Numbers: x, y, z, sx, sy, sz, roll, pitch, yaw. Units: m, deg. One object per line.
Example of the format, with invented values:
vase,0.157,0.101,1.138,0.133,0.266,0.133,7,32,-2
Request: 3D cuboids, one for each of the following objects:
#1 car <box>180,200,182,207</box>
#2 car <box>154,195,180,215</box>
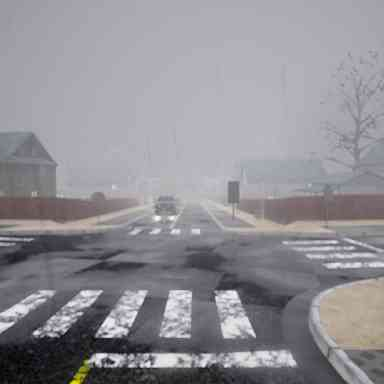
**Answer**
car,-2.776,1.821,58.544,1.837,1.490,4.892,0,-1,0
car,-2.847,1.395,36.714,2.150,2.045,5.566,0,0,0
